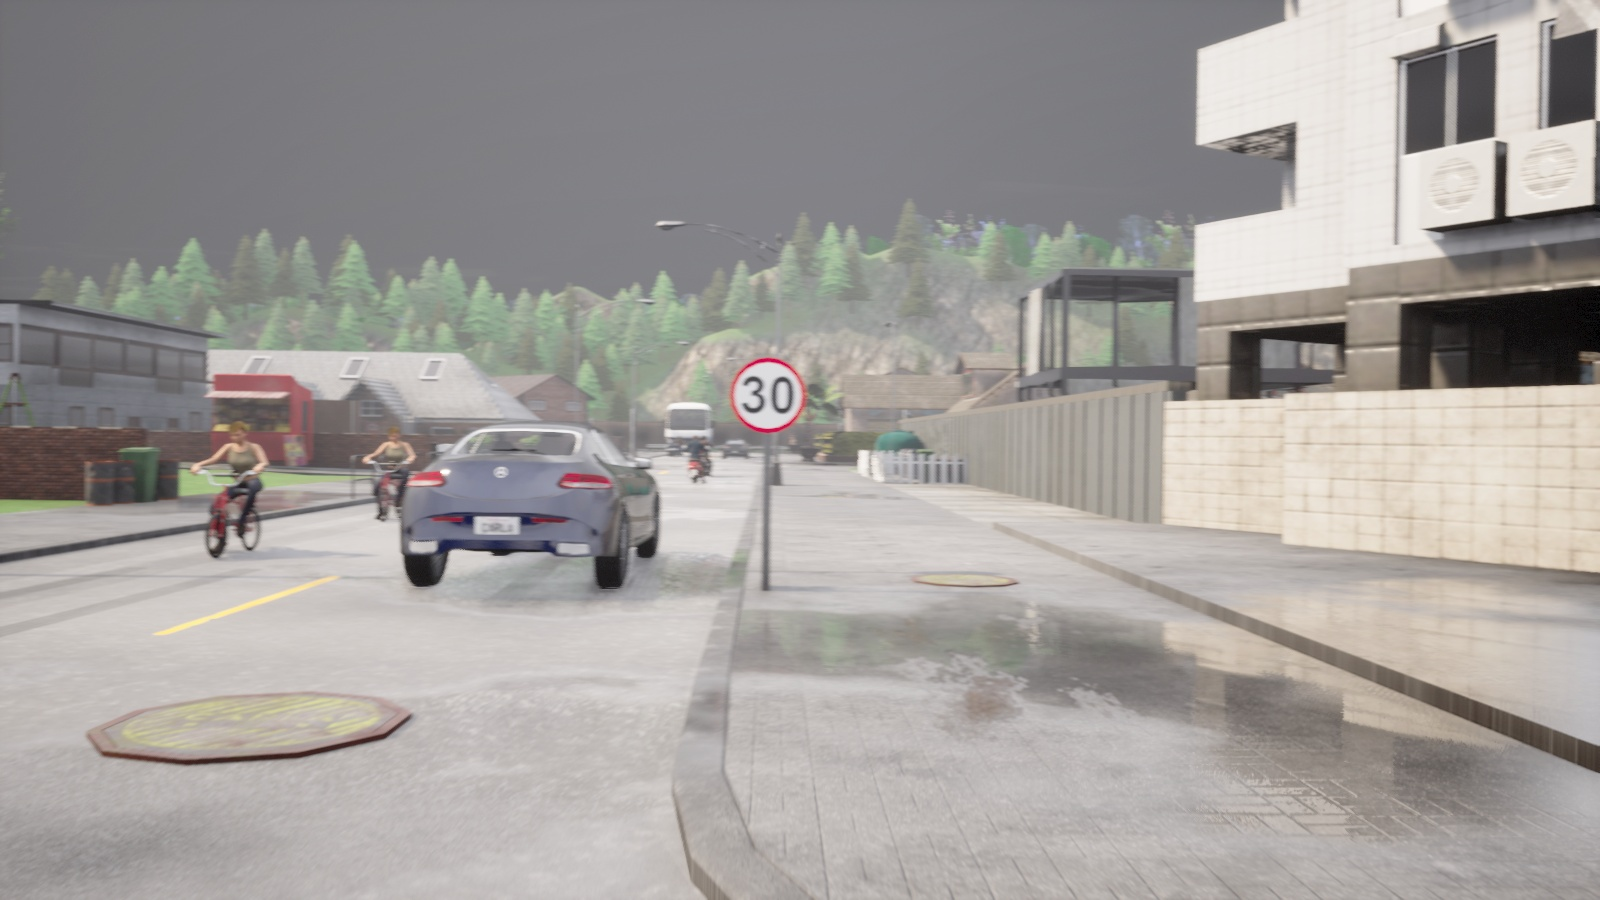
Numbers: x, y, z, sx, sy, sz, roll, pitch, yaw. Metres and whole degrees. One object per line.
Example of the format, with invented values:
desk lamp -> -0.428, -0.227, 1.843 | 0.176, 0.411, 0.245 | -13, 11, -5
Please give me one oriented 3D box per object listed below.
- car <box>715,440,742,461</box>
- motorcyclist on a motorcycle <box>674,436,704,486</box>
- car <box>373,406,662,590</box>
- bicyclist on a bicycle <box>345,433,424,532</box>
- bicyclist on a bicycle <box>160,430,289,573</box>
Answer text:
car -> -5.088, 0.019, 89.634 | 1.812, 1.442, 4.674 | 0, 0, -1
motorcyclist on a motorcycle -> -3.617, 0.356, 40.911 | 0.866, 1.590, 1.817 | 0, 0, -2
car -> -2.825, 0.409, 13.861 | 2.152, 1.651, 5.027 | 0, 0, -1
bicyclist on a bicycle -> -7.029, 0.524, 21.293 | 0.866, 1.612, 1.509 | 0, 0, -2
bicyclist on a bicycle -> -6.839, 0.577, 15.005 | 0.866, 1.612, 1.509 | 0, 0, -2
